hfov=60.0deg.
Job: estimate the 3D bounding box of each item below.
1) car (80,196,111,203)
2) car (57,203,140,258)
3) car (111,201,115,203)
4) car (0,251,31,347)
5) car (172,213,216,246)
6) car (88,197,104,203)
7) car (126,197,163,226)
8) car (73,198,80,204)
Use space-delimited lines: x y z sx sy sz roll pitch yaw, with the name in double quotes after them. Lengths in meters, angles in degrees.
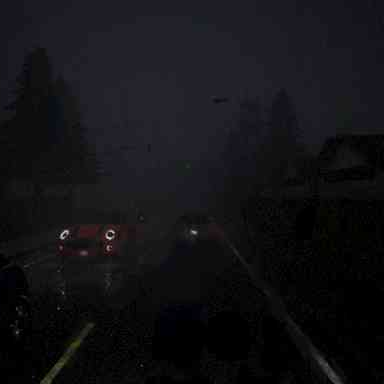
-16.793 1.604 57.919 3.866 1.878 1.905 0 -1 -1 "car"
-3.588 1.474 13.305 2.097 1.767 4.553 0 -1 0 "car"
-16.203 1.919 61.244 3.806 1.475 1.970 0 -1 -1 "car"
-3.591 1.384 3.355 2.097 1.767 4.553 0 0 0 "car"
0.095 1.711 16.051 1.994 1.385 4.181 0 -1 0 "car"
-24.068 2.080 83.607 3.633 1.501 1.845 0 -1 -1 "car"
-3.508 1.513 26.052 2.150 2.045 5.566 0 -1 0 "car"
-24.048 1.968 73.614 4.514 1.523 2.007 0 -1 -1 "car"
